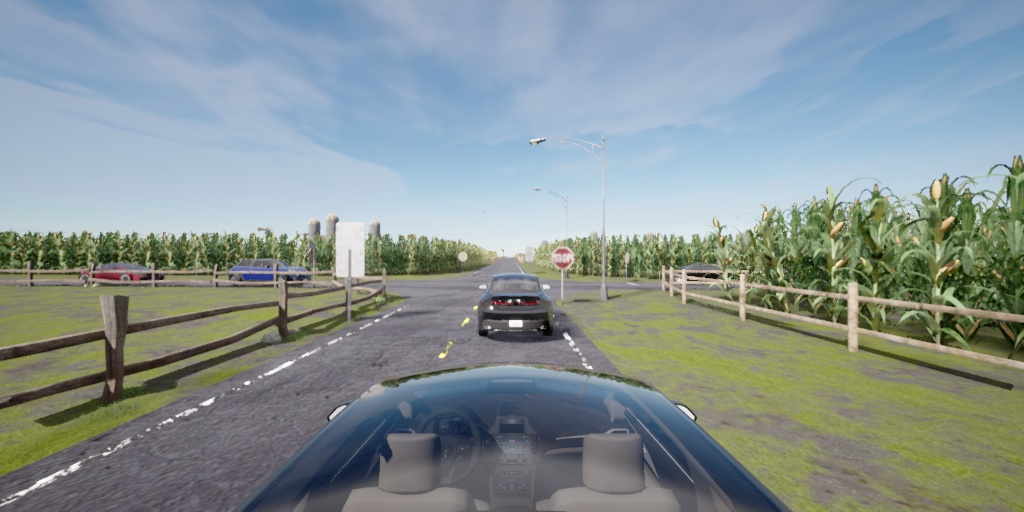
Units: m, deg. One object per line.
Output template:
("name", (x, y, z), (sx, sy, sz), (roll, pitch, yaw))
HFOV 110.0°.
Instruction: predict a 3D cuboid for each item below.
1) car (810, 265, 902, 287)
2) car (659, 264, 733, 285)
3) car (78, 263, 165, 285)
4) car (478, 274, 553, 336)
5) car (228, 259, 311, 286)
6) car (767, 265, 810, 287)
("car", (24.927, 1.425, 26.099), (4.892, 1.490, 1.837), (1, -1, 0))
("car", (13.351, 1.318, 26.190), (5.008, 1.535, 1.882), (1, -1, 0))
("car", (-25.508, 1.143, 23.521), (4.181, 1.385, 1.994), (0, -1, 1))
("car", (0.078, 1.249, 10.368), (1.837, 1.490, 4.892), (0, 0, 0))
("car", (-15.670, 0.984, 23.394), (4.553, 1.767, 2.097), (0, -1, 2))
("car", (19.080, 1.344, 23.211), (4.902, 1.511, 2.128), (0, -1, 1))
